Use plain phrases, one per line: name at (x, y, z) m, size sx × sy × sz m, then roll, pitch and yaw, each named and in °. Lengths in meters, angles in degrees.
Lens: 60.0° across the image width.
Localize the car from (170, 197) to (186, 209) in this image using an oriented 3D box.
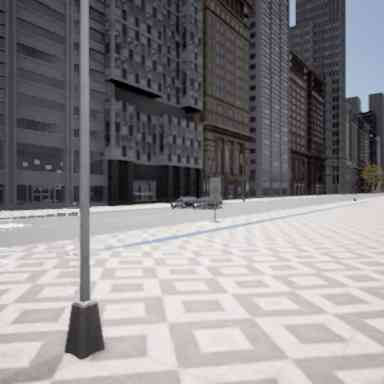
car at (-0.753, 1.335, 42.379) m, size 2.128 × 1.511 × 4.902 m, roll 0°, pitch 0°, yaw 36°

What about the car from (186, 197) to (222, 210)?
car at (1.869, 1.332, 40.459) m, size 2.128 × 1.511 × 4.902 m, roll 0°, pitch 0°, yaw 36°
